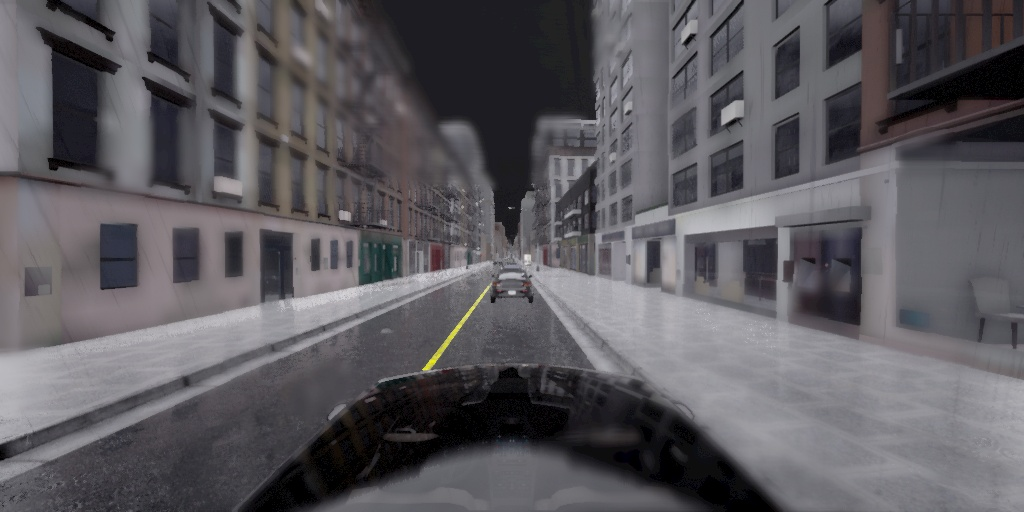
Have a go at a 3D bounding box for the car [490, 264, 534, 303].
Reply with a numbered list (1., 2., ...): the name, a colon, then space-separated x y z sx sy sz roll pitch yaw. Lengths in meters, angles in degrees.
1. car: 0.000 1.284 16.501 1.812 1.442 4.674 0 0 0

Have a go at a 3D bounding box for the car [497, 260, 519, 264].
1. car: 0.000 1.319 31.502 2.033 1.411 5.357 0 0 0
